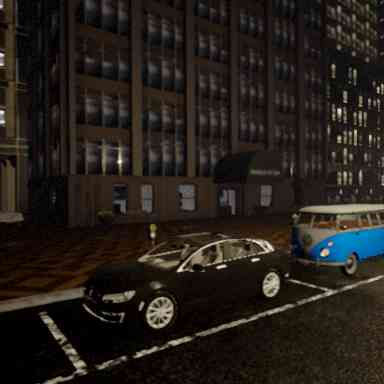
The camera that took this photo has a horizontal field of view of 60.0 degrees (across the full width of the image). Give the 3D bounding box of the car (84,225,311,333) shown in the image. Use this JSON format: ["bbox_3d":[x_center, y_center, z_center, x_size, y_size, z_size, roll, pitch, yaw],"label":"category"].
[{"bbox_3d":[0.116,1.523,6.639,4.403,1.369,2.008,-1,0,-35],"label":"car"}]

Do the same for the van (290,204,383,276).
[{"bbox_3d":[4.615,1.273,9.838,3.998,1.788,1.690,-1,0,-35],"label":"van"}]
